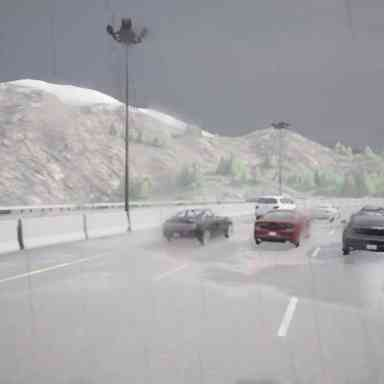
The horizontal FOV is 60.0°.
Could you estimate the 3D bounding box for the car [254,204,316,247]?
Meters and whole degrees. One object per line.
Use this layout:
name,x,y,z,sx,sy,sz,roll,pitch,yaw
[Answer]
car,4.401,1.558,15.687,1.882,1.535,5.008,0,0,27

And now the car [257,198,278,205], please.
car,15.296,1.927,67.297,1.895,1.301,4.718,0,0,42

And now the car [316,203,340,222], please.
car,11.079,1.678,27.644,1.812,1.442,4.674,0,0,32

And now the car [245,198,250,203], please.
car,12.999,1.835,69.962,1.837,1.490,4.892,0,0,42

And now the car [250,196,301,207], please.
car,7.100,1.363,27.904,2.150,2.045,5.566,0,0,32

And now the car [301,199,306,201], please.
car,19.985,1.927,62.077,1.895,1.301,4.718,0,0,44

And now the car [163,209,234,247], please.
car,0.466,1.555,15.674,2.128,1.511,4.902,0,-1,27

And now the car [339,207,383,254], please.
car,7.087,1.586,13.260,1.837,1.490,4.892,0,0,27

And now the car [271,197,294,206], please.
car,17.650,1.831,64.706,2.128,1.511,4.902,0,0,44
